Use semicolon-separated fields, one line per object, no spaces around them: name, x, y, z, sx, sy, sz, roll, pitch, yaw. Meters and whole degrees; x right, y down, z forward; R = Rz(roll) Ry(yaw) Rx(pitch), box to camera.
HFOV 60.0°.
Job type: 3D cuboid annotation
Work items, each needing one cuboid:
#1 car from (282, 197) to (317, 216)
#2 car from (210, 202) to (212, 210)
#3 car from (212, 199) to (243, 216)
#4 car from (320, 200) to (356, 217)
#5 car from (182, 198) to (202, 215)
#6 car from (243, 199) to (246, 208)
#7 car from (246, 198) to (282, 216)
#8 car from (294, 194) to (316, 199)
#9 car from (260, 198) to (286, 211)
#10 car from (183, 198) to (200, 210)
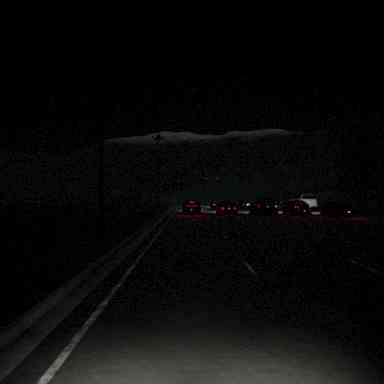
car;10.459;1.557;33.222;1.812;1.442;4.674;0;0;0
car;3.400;1.642;44.069;1.895;1.301;4.718;0;0;0
car;3.455;1.579;33.550;2.033;1.411;5.357;0;0;0
car;13.965;1.534;31.997;1.837;1.490;4.892;0;0;0
car;-0.047;1.524;34.508;2.128;1.511;4.902;0;0;0
car;6.909;1.587;43.039;2.033;1.411;5.357;0;0;0
car;6.959;1.382;32.707;2.097;1.767;4.553;0;0;0
car;13.915;1.260;41.966;2.150;2.045;5.566;0;0;0
car;10.405;1.532;43.147;2.128;1.511;4.902;0;0;0
car;-0.098;1.533;44.067;2.128;1.511;4.902;0;0;0
